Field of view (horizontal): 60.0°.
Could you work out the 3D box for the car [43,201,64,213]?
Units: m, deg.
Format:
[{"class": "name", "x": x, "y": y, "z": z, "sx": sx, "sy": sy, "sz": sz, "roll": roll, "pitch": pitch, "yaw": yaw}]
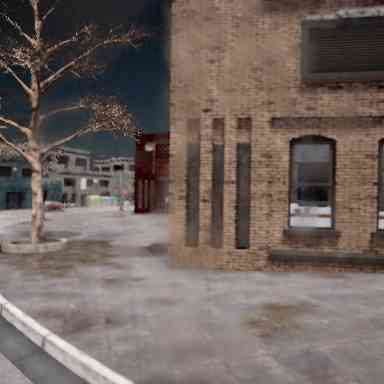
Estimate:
[{"class": "car", "x": -18.720, "y": 1.883, "z": 43.658, "sx": 1.812, "sy": 1.442, "sz": 4.674, "roll": 1, "pitch": -1, "yaw": 15}]
